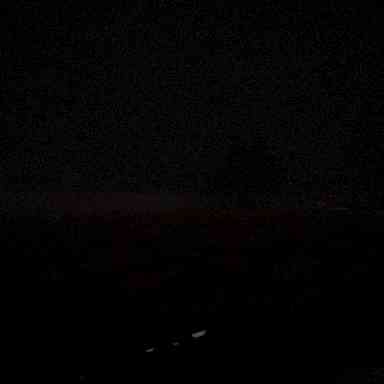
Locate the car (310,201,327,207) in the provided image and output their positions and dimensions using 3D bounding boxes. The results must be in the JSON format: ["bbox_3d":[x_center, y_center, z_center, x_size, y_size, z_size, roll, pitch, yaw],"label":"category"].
[{"bbox_3d":[26.386,2.499,69.629,1.895,1.301,4.718,1,-1,-1],"label":"car"}]

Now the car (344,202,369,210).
[{"bbox_3d":[26.632,2.254,54.032,1.895,1.301,4.718,1,-1,1],"label":"car"}]
